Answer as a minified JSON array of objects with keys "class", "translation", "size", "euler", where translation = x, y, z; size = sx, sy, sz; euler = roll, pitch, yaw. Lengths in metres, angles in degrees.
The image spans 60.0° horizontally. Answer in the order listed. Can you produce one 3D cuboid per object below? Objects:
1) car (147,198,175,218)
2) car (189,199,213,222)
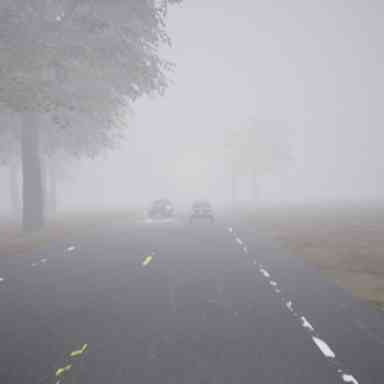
[{"class":"car","translation":[-2.760,1.396,30.432],"size":[2.097,1.767,4.553],"euler":[-1,0,1]},{"class":"car","translation":[0.737,1.540,26.276],"size":[2.033,1.411,5.357],"euler":[-1,0,1]}]
